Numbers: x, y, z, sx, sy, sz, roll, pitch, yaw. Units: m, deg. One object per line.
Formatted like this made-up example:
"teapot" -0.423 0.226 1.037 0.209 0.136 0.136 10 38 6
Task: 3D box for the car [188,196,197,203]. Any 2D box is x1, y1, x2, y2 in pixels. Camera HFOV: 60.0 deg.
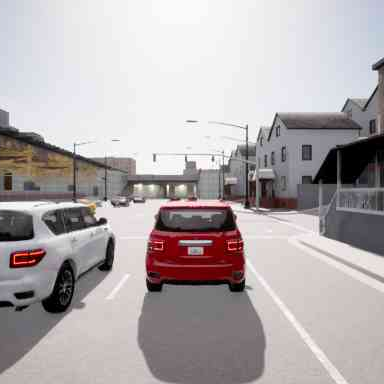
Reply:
"car" 0.162 1.503 69.222 1.837 1.490 4.892 0 0 0

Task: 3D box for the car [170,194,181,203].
"car" -3.336 1.352 69.200 2.097 1.767 4.553 0 0 0

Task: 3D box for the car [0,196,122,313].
"car" -3.409 1.221 7.806 2.150 2.045 5.566 0 0 1

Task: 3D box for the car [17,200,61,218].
"car" -14.029 1.506 30.869 1.837 1.490 4.892 0 0 0

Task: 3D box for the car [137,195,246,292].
"car" 0.099 1.221 9.068 2.150 2.045 5.566 0 0 1

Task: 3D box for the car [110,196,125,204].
"car" -13.901 1.525 62.483 1.812 1.442 4.674 0 0 1

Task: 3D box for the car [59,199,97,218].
"car" -10.528 1.479 31.198 1.882 1.535 5.008 0 0 0

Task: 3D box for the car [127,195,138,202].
"car" -13.816 1.451 77.593 1.837 1.490 4.892 0 0 0

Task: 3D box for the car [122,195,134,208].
"car" -10.479 1.491 49.278 2.128 1.511 4.902 0 0 0

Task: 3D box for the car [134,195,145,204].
"car" -10.367 1.547 65.537 2.033 1.411 5.357 0 0 1

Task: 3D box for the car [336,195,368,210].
"car" 14.229 1.057 28.762 4.181 1.385 1.994 -14 0 -1
